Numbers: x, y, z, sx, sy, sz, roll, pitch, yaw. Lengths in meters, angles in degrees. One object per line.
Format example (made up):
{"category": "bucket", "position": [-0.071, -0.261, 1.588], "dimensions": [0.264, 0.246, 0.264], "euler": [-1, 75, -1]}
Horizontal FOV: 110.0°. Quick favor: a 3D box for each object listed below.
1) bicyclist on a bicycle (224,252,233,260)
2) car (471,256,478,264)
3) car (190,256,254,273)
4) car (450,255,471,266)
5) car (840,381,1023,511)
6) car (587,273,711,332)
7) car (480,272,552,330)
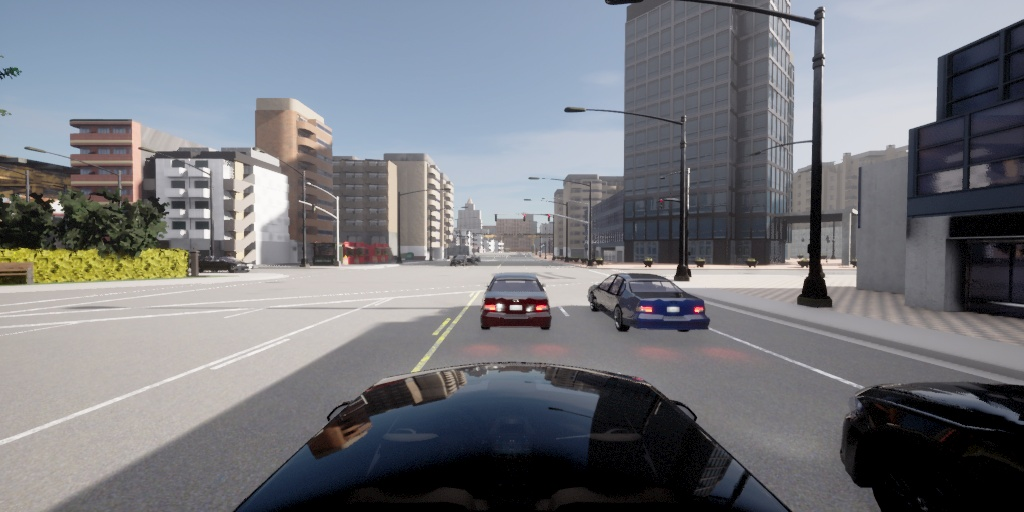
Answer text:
{"category": "bicyclist on a bicycle", "position": [-30.801, 0.393, 39.049], "dimensions": [0.582, 1.620, 1.656], "euler": [0, 1, 0]}
{"category": "car", "position": [-7.098, 0.611, 58.145], "dimensions": [1.895, 1.301, 4.718], "euler": [0, 0, 0]}
{"category": "car", "position": [-25.446, 0.736, 31.538], "dimensions": [4.902, 1.511, 2.128], "euler": [0, 1, 0]}
{"category": "car", "position": [-7.101, 0.588, 48.060], "dimensions": [1.837, 1.490, 4.892], "euler": [0, 0, 0]}
{"category": "car", "position": [3.605, 1.254, 0.908], "dimensions": [2.128, 1.511, 4.902], "euler": [0, 0, 0]}
{"category": "car", "position": [3.608, 1.208, 10.544], "dimensions": [2.033, 1.411, 5.357], "euler": [0, 1, 0]}
{"category": "car", "position": [0.091, 1.195, 10.728], "dimensions": [2.033, 1.411, 5.357], "euler": [0, 1, 0]}
